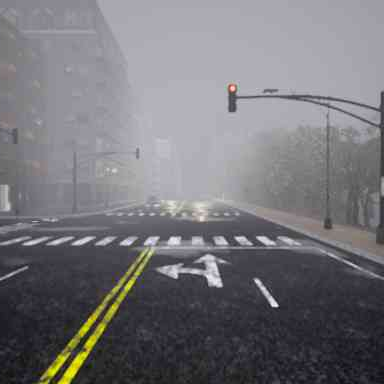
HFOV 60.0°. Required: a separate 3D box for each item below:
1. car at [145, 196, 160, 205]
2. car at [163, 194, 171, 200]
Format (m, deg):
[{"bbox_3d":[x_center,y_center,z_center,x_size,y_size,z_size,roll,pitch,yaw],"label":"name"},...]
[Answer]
[{"bbox_3d":[-6.445,1.427,54.737,1.812,1.442,4.674,0,1,0],"label":"car"},{"bbox_3d":[-6.420,1.257,85.384,1.882,1.535,5.008,0,0,0],"label":"car"}]
